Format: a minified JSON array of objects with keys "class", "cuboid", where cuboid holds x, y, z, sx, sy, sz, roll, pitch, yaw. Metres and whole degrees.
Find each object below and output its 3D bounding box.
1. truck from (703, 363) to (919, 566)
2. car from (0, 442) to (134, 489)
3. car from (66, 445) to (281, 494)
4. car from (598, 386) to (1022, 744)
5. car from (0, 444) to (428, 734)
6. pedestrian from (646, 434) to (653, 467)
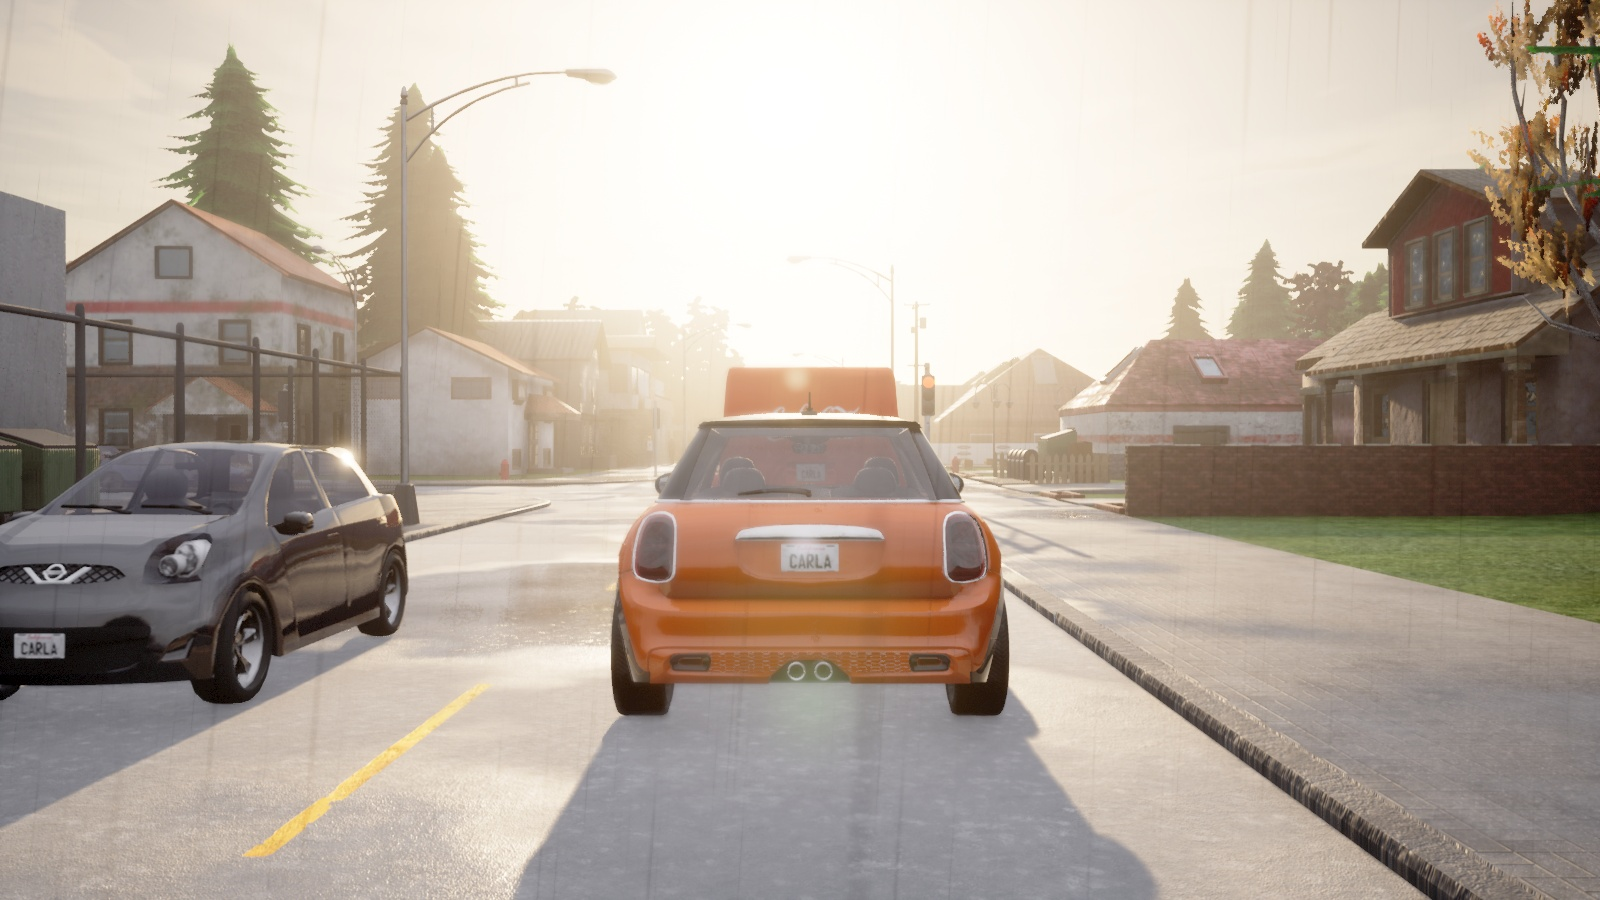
[{"class":"truck","cuboid":[0.125,0.156,17.875,2.627,2.467,5.204,0,0,0]},{"class":"car","cuboid":[-24.178,0.503,41.261,3.633,1.501,1.845,0,0,0]},{"class":"car","cuboid":[-18.481,0.564,37.229,5.357,1.411,2.033,0,0,1]},{"class":"car","cuboid":[0.062,0.556,8.482,2.097,1.767,4.553,0,0,0]},{"class":"car","cuboid":[-3.938,0.710,8.320,1.845,1.501,3.633,0,0,0]},{"class":"pedestrian","cuboid":[-8.471,0.040,70.727,0.354,1.836,0.706,0,0,-10]}]
